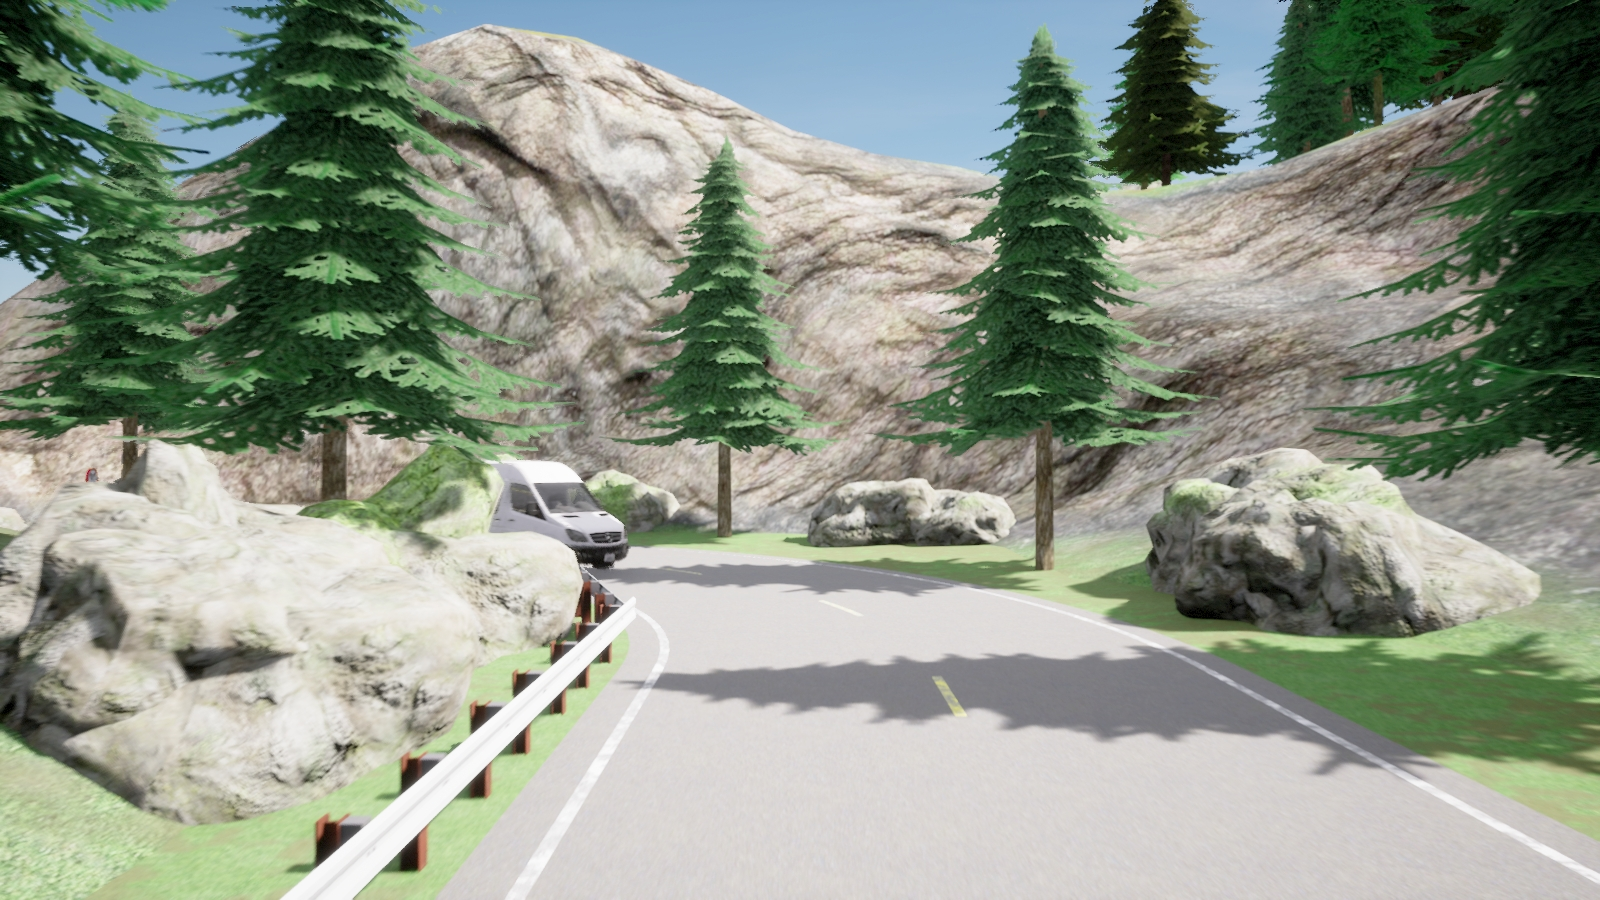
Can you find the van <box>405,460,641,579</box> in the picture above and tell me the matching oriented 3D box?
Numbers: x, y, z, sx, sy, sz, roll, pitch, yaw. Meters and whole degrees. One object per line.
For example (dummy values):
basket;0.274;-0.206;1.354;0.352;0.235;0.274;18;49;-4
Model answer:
van;-6.693;1.530;27.272;5.915;2.561;1.988;0;-1;34
